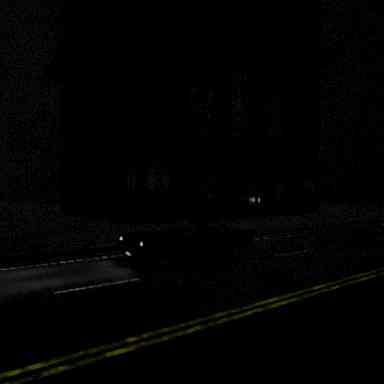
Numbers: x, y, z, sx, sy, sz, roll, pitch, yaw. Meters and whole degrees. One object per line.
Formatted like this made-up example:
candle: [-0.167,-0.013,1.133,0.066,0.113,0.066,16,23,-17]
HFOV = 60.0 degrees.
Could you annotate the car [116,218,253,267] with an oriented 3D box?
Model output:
car: [-0.157,1.594,11.559,4.718,1.301,1.895,0,0,-36]
